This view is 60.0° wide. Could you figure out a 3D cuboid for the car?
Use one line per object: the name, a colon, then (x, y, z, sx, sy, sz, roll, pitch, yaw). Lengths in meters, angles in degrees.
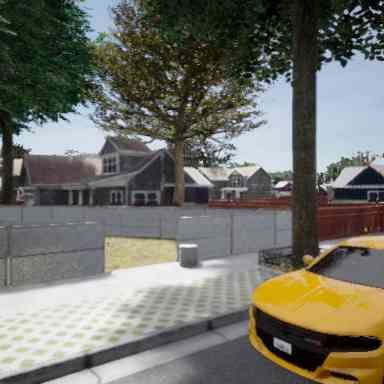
car: (3.067, 1.485, 5.252, 5.008, 1.535, 1.882, 0, 0, -35)
